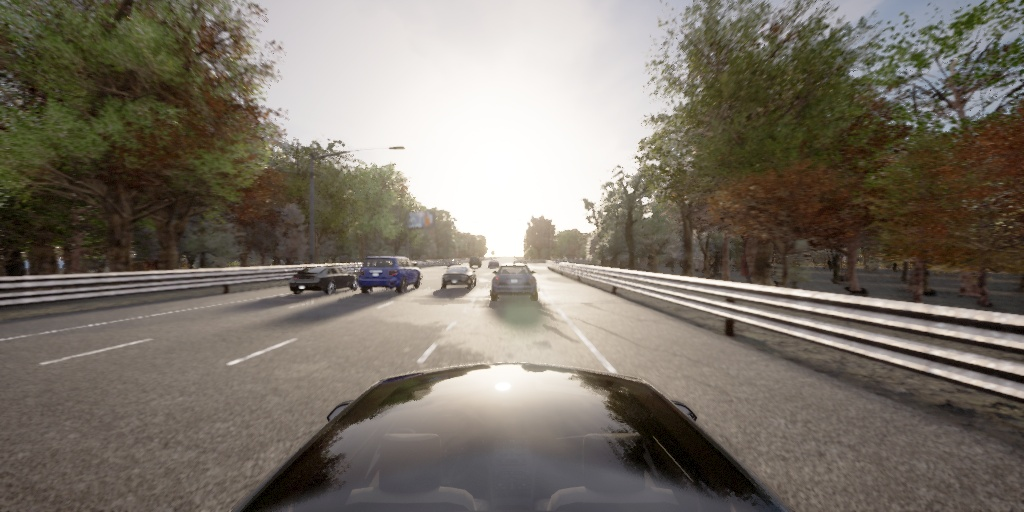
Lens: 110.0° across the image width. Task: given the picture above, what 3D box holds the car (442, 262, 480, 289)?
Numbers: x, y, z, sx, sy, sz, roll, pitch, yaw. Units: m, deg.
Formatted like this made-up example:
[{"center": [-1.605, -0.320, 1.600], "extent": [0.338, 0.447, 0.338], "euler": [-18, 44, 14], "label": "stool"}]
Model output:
[{"center": [-3.398, 1.333, 23.505], "extent": [1.812, 1.442, 4.674], "euler": [0, 0, 0], "label": "car"}]

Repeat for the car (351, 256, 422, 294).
[{"center": [-6.899, 1.022, 20.812], "extent": [2.150, 2.045, 5.566], "euler": [0, 0, 0], "label": "car"}]

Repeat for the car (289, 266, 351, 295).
[{"center": [-10.400, 1.303, 20.177], "extent": [1.837, 1.490, 4.892], "euler": [0, 0, 0], "label": "car"}]

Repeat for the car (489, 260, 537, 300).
[{"center": [0.101, 1.144, 18.096], "extent": [2.097, 1.767, 4.553], "euler": [0, 0, 0], "label": "car"}]
